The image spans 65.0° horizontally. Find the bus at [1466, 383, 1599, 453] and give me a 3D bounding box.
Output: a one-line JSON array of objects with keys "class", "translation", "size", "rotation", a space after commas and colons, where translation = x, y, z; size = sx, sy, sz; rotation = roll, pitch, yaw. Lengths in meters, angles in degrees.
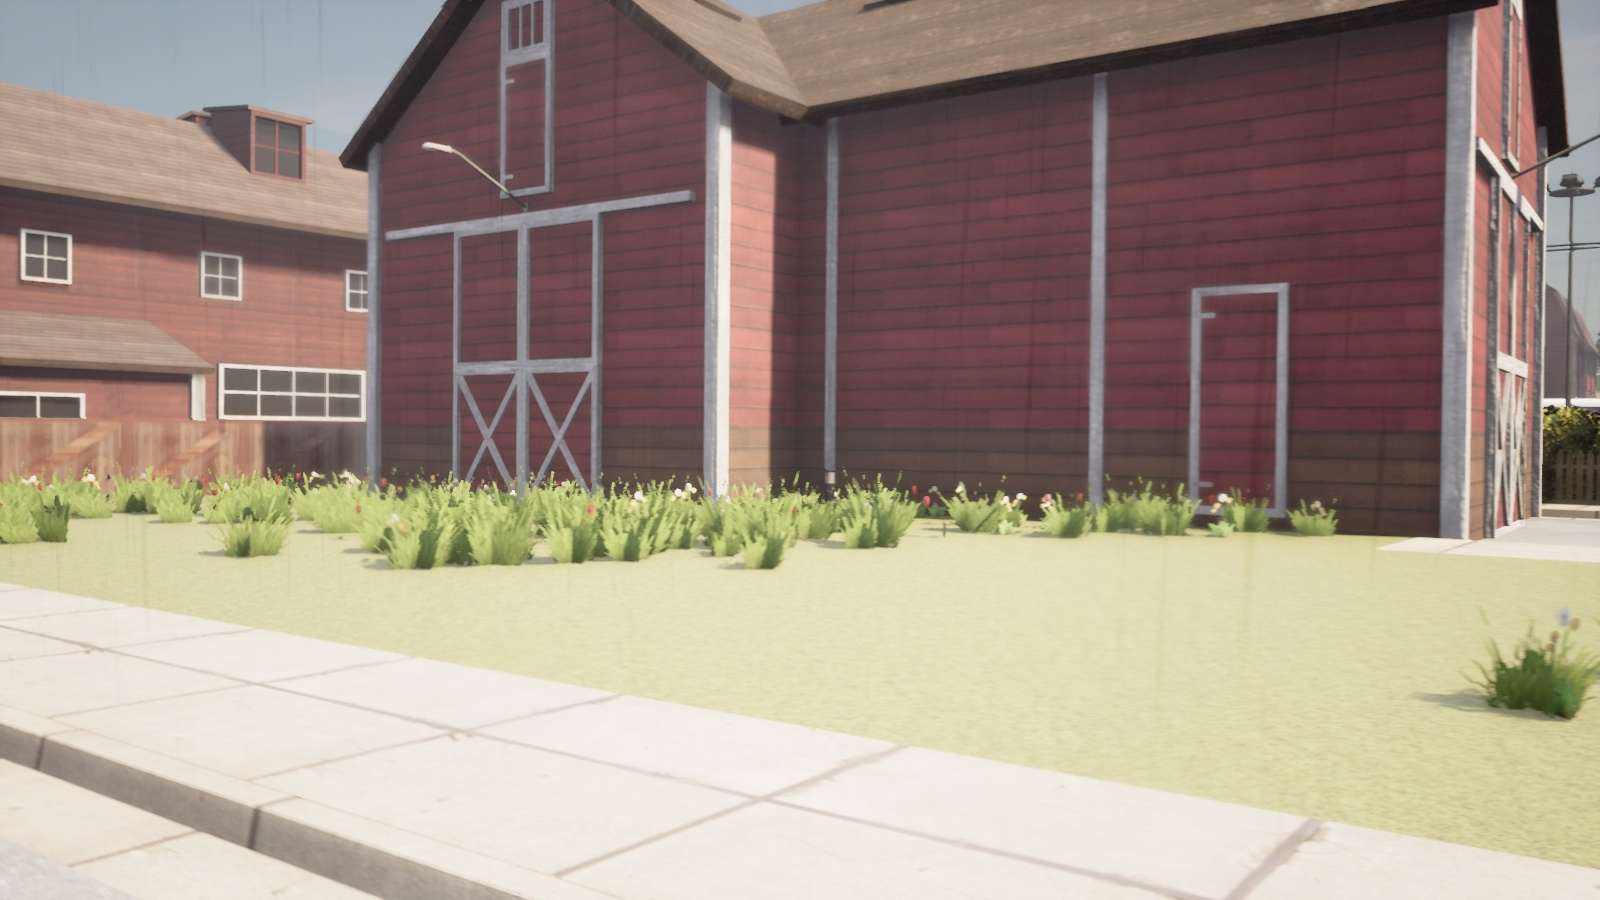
[{"class": "bus", "translation": [47.838, -1.967, 78.825], "size": [10.273, 4.253, 3.944], "rotation": [0, 1, 35]}]

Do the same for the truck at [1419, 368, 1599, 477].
[{"class": "truck", "translation": [25.218, -0.884, 41.748], "size": [7.936, 3.462, 2.891], "rotation": [0, 1, 36]}]
